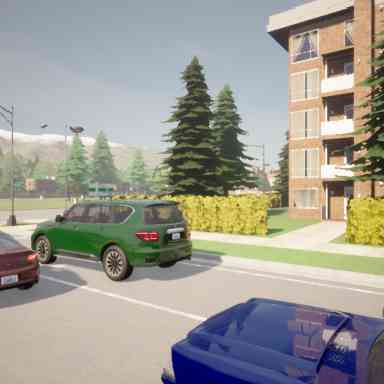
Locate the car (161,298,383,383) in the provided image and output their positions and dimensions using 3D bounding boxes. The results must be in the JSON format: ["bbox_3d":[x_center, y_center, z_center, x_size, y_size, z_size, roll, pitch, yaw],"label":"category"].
[{"bbox_3d":[2.054,1.601,2.531,4.718,1.301,1.895,0,0,35],"label":"car"}]

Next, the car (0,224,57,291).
[{"bbox_3d":[-5.385,1.526,7.779,4.674,1.442,1.812,0,0,36],"label":"car"}]

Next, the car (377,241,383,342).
[{"bbox_3d":[5.091,1.564,4.665,4.181,1.385,1.994,0,0,35],"label":"car"}]

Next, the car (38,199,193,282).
[{"bbox_3d":[-2.580,1.221,10.071,5.566,2.045,2.150,0,0,36],"label":"car"}]
